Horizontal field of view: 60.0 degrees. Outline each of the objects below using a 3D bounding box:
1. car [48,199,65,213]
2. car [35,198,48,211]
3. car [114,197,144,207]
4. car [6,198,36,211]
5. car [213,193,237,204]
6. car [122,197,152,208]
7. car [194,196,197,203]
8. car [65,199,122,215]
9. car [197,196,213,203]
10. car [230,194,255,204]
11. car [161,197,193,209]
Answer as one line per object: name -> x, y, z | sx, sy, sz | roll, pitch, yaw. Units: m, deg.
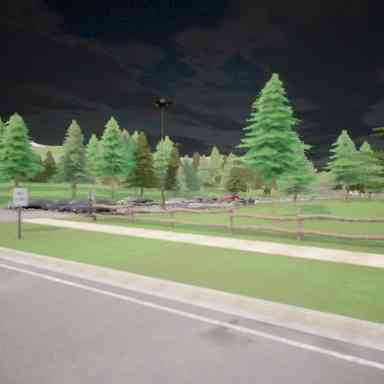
car -> -12.234, 1.502, 35.887 | 2.033, 1.411, 5.357 | 0, 0, 35
car -> -15.070, 1.513, 37.928 | 1.994, 1.385, 4.181 | 0, 0, 35
car -> -9.714, 1.469, 51.559 | 1.812, 1.442, 4.674 | 0, 0, 36
car -> -18.868, 1.436, 38.618 | 2.128, 1.511, 4.902 | 0, 0, 35
car -> 6.815, 1.171, 62.806 | 2.150, 2.045, 5.566 | 0, 0, 35
car -> -7.922, 1.426, 48.073 | 1.882, 1.535, 5.008 | 0, 0, 35
car -> 1.015, 1.474, 66.732 | 1.812, 1.442, 4.674 | 0, 0, 35
car -> -9.765, 1.465, 33.313 | 1.837, 1.490, 4.892 | 0, 0, 35
car -> 3.773, 1.442, 64.573 | 2.128, 1.511, 4.902 | 0, 0, 35
car -> 9.625, 1.506, 60.722 | 2.033, 1.411, 5.357 | 0, 0, 35
car -> -2.279, 1.485, 43.948 | 1.812, 1.442, 4.674 | 0, 0, 35
